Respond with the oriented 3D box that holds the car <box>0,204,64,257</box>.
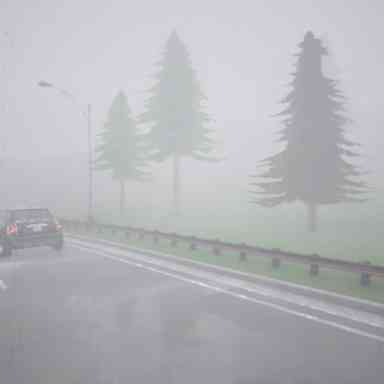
[{"bbox_3d":[-6.997,1.352,13.272,4.553,1.767,2.097,-1,0,44],"label":"car"}]
